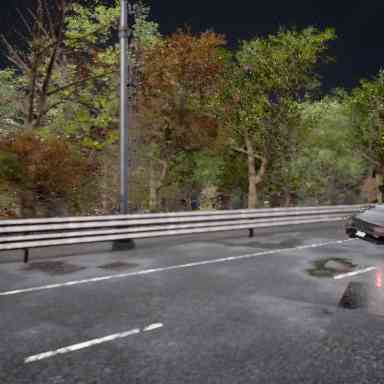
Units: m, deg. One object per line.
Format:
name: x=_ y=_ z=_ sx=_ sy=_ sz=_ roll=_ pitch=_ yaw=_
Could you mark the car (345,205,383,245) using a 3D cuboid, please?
car: x=8.150 y=1.318 z=13.697 sx=4.674 sy=1.442 sz=1.812 roll=-2 pitch=14 yaw=-36
